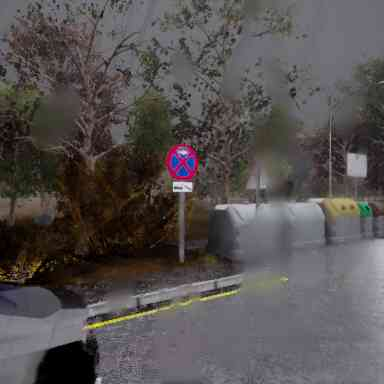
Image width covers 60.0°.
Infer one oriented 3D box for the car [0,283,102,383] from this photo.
[{"bbox_3d":[-3.118,1.491,2.233,4.902,1.511,2.128,0,0,-36],"label":"car"}]
